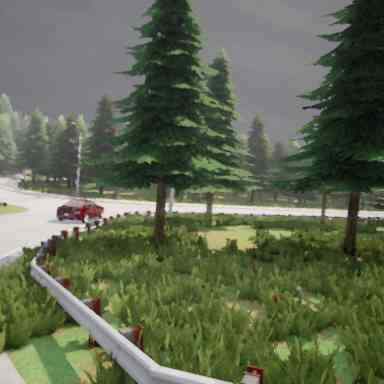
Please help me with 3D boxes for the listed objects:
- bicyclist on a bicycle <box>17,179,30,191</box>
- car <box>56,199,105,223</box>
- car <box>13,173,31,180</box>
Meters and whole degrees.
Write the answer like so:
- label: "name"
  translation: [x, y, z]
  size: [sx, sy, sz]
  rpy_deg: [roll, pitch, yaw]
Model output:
- label: "bicyclist on a bicycle"
  translation: [-22.141, -0.934, 43.693]
  size: [0.582, 1.620, 1.656]
  rpy_deg: [7, 4, 38]
- label: "car"
  translation: [-7.966, 1.275, 24.244]
  size: [1.882, 1.535, 5.008]
  rpy_deg: [5, 2, 6]
- label: "car"
  translation: [-36.835, -3.285, 72.336]
  size: [1.812, 1.442, 4.674]
  rpy_deg: [5, 3, 12]
